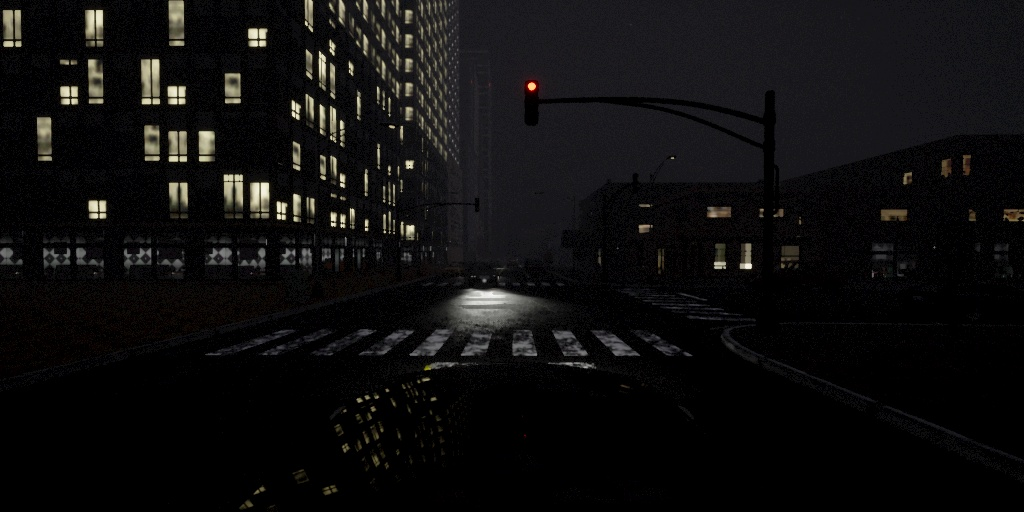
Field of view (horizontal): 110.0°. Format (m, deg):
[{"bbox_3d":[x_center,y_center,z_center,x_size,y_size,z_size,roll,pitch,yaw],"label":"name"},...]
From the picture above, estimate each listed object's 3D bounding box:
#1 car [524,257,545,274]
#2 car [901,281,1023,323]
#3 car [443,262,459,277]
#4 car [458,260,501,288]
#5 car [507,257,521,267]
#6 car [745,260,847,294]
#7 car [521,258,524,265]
[{"bbox_3d":[2.774,1.180,41.331,1.967,1.591,4.097,0,0,0],"label":"car"},{"bbox_3d":[16.434,1.549,12.640,4.313,1.339,1.948,0,0,1],"label":"car"},{"bbox_3d":[-5.757,1.267,35.590,1.751,1.417,4.829,0,0,0],"label":"car"},{"bbox_3d":[-2.184,1.236,24.072,2.128,1.511,4.902,0,0,-12],"label":"car"},{"bbox_3d":[0.133,1.301,63.834,1.994,1.385,4.181,0,0,0],"label":"car"},{"bbox_3d":[16.559,1.166,21.019,5.009,1.841,2.192,0,0,1],"label":"car"},{"bbox_3d":[2.798,1.053,52.619,2.192,1.841,5.009,0,0,0],"label":"car"}]
